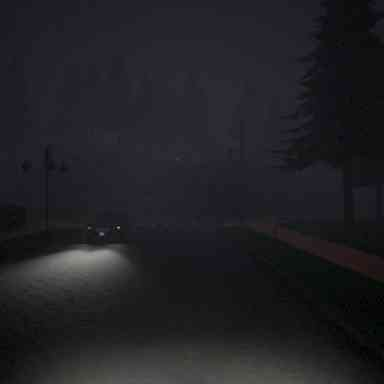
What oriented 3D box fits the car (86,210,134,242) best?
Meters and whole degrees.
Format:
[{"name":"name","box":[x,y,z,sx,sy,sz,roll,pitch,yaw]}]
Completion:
[{"name":"car","box":[-4.324,1.749,18.088,2.128,1.511,4.902,0,-1,-2]}]
